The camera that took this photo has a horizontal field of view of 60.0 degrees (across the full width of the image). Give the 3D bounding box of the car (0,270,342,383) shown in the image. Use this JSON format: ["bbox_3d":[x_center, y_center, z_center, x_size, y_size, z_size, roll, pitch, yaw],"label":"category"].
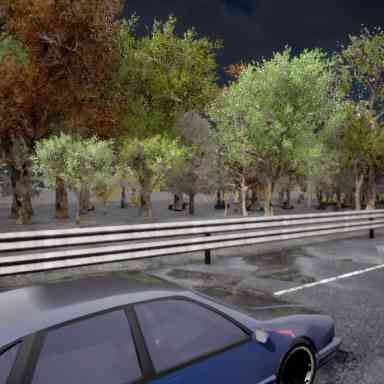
[{"bbox_3d":[-0.731,1.547,3.201,5.357,1.411,2.033,0,0,-38],"label":"car"}]
